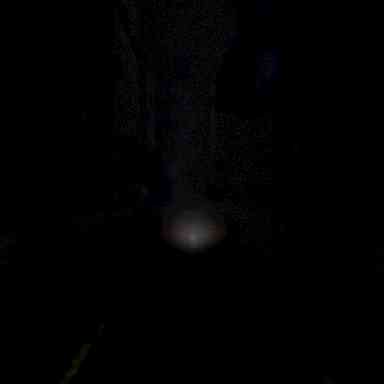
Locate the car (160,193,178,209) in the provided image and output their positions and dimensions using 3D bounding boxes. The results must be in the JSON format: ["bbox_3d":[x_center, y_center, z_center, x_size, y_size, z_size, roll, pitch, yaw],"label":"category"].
[{"bbox_3d":[-3.079,1.207,45.628,2.150,2.045,5.566,0,0,0],"label":"car"}]

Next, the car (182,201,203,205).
[{"bbox_3d":[0.067,1.521,29.909,1.812,1.442,4.674,0,0,0],"label":"car"}]

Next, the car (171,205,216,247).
[{"bbox_3d":[0.070,1.525,14.838,1.812,1.442,4.674,0,0,0],"label":"car"}]
